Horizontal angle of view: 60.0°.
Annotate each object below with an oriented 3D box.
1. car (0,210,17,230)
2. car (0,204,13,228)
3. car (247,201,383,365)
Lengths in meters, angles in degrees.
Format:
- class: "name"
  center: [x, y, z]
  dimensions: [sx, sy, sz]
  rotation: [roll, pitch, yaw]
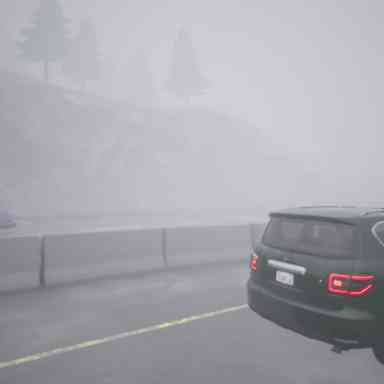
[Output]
- class: "car"
  center: [-11.941, 1.479, 16.892]
  dimensions: [5.357, 1.411, 2.033]
  rotation: [1, 0, -35]
- class: "car"
  center: [-13.833, 1.470, 19.823]
  dimensions: [5.357, 1.411, 2.033]
  rotation: [1, 0, -35]
- class: "car"
  center: [3.512, 1.284, 5.941]
  dimensions: [5.566, 2.045, 2.150]
  rotation: [1, 0, -33]
